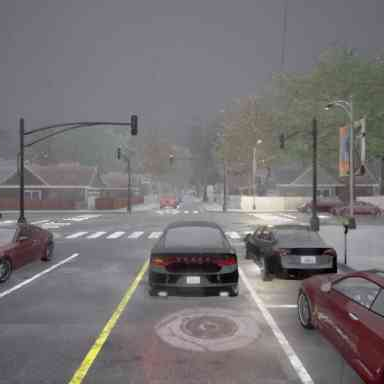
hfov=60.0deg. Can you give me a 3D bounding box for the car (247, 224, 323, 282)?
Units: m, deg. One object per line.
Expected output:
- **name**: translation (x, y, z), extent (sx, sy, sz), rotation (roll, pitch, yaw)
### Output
- **car**: translation (2.624, 1.566, 9.582), extent (1.947, 1.339, 4.313), rotation (0, 0, 0)

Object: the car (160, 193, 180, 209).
- **car**: translation (-3.200, 1.243, 46.031), extent (2.150, 2.045, 5.566), rotation (0, 0, 0)

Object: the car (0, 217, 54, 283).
- **car**: translation (-5.401, 1.582, 9.566), extent (1.802, 1.307, 4.206), rotation (0, 0, 0)

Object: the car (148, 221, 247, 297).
- **car**: translation (0.047, 1.478, 8.628), extent (1.882, 1.535, 5.008), rotation (0, 0, 1)

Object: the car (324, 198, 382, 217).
- **car**: translation (14.329, 1.470, 29.324), extent (4.181, 1.385, 1.994), rotation (0, 0, 0)

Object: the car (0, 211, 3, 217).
- **car**: translation (-17.075, 1.658, 25.831), extent (4.181, 1.385, 1.994), rotation (0, 0, 0)

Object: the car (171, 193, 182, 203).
- **car**: translation (-3.201, 1.273, 69.505), extent (2.150, 2.045, 5.566), rotation (0, 0, 0)

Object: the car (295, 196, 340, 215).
- **car**: translation (12.537, 1.267, 32.573), extent (4.553, 1.767, 2.097), rotation (0, 0, 0)

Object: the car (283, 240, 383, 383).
- **car**: translation (2.634, 1.582, 4.063), extent (1.802, 1.307, 4.206), rotation (0, 0, 0)

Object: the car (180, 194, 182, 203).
- **car**: translation (-3.228, 1.385, 55.950), extent (2.097, 1.767, 4.553), rotation (0, 0, 0)
